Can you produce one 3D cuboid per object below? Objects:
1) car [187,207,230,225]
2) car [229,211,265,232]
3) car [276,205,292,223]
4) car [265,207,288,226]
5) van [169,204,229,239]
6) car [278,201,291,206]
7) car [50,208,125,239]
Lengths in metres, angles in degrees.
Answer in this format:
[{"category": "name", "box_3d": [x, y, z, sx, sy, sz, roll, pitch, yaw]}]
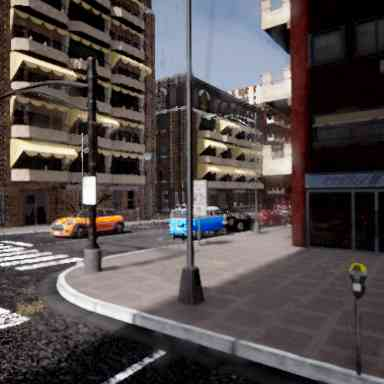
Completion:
[{"category": "car", "box_3d": [1.686, 2.235, 32.200, 1.837, 1.490, 4.892, -1, -1, 35]}, {"category": "car", "box_3d": [3.420, 2.150, 24.725, 1.947, 1.339, 4.313, -2, -2, 35]}, {"category": "car", "box_3d": [9.833, 2.349, 33.759, 2.008, 1.369, 4.403, -2, -2, 35]}, {"category": "car", "box_3d": [6.626, 2.273, 29.241, 1.802, 1.307, 4.206, -2, -2, 35]}, {"category": "van", "box_3d": [0.348, 1.817, 20.117, 1.690, 1.788, 3.998, -2, -2, 35]}, {"category": "car", "box_3d": [14.255, 2.353, 49.738, 2.150, 2.045, 5.566, -1, -2, 35]}, {"category": "car", "box_3d": [-6.434, 1.812, 20.770, 2.097, 1.767, 4.553, -1, -1, 35]}]
